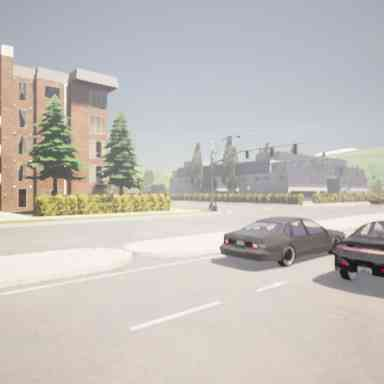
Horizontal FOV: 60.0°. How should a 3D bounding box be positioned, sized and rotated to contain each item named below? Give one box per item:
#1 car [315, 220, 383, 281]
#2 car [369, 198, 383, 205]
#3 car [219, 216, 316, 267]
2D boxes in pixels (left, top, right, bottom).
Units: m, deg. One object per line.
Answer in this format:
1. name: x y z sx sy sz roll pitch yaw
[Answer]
1. car: 5.590 1.496 8.810 4.902 1.511 2.128 0 0 -41
2. car: 32.979 1.628 58.567 4.718 1.301 1.895 0 0 -40
3. car: 3.327 1.552 11.481 5.357 1.411 2.033 0 0 -41
